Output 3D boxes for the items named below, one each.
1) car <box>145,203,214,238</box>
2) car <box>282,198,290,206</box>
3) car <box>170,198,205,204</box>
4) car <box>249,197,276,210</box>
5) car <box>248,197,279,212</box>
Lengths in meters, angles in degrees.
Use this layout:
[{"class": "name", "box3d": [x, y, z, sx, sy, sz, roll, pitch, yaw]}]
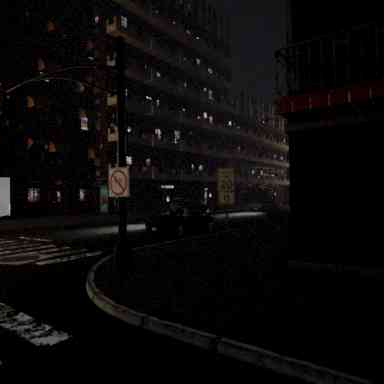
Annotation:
[{"class": "car", "box3d": [-0.454, 1.435, 16.792, 2.008, 1.369, 4.403, -1, -1, 36]}, {"class": "car", "box3d": [15.804, 1.496, 52.915, 1.752, 1.417, 4.829, -1, -1, 36]}, {"class": "car", "box3d": [-0.553, 1.472, 25.937, 2.128, 1.511, 4.902, -1, -1, 36]}, {"class": "car", "box3d": [9.400, 1.431, 44.007, 1.967, 1.590, 4.097, -1, -1, 36]}, {"class": "car", "box3d": [8.280, 1.550, 38.202, 1.895, 1.301, 4.718, -1, -1, 36]}]
